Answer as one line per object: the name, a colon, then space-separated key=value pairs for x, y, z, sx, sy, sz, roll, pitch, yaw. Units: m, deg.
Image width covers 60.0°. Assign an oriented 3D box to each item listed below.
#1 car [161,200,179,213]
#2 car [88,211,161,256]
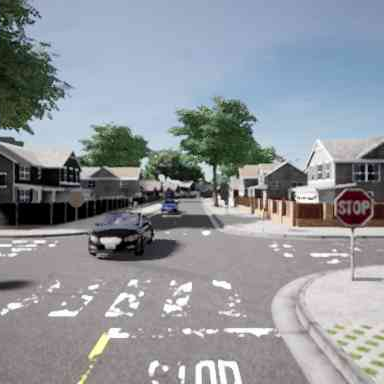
car: x=-2.510 y=1.659 z=38.312 sx=1.812 sy=1.442 sz=4.674 roll=0 pitch=0 yaw=0
car: x=-2.670 y=1.536 z=13.377 sx=2.128 sy=1.511 sz=4.902 roll=0 pitch=0 yaw=0
